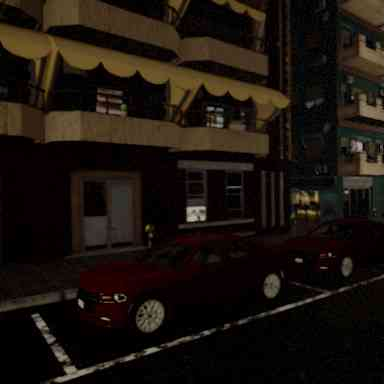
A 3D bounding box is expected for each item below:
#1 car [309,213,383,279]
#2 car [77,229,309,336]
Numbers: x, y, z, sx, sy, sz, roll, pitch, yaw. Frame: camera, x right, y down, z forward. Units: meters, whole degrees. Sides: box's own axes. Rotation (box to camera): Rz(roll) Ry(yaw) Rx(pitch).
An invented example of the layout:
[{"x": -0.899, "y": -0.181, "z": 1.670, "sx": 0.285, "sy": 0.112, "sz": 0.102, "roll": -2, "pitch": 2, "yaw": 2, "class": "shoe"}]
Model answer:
[{"x": 4.565, "y": 1.485, "z": 9.811, "sx": 4.507, "sy": 1.381, "sz": 1.887, "roll": 0, "pitch": 0, "yaw": -35, "class": "car"}, {"x": 0.064, "y": 1.520, "z": 6.608, "sx": 4.507, "sy": 1.381, "sz": 1.887, "roll": 0, "pitch": 0, "yaw": -35, "class": "car"}]
